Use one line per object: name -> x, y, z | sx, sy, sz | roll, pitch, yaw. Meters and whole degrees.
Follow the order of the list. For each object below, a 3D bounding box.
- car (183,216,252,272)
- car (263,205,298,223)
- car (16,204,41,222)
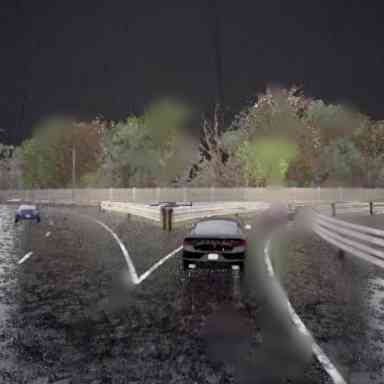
car -> 0.951, 1.557, 11.191 | 1.882, 1.535, 5.008 | 0, 0, 9
car -> 7.364, 1.758, 27.562 | 1.994, 1.385, 4.181 | 0, -1, 31
car -> -13.859, 1.725, 28.229 | 1.812, 1.442, 4.674 | 0, -1, -25
